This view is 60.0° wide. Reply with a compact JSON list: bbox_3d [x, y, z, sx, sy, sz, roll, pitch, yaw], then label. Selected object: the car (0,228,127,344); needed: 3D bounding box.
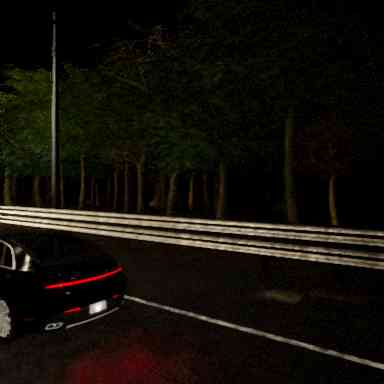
[{"bbox_3d":[-3.377,1.465,6.404,4.892,1.490,1.837,0,0,36],"label":"car"}]
